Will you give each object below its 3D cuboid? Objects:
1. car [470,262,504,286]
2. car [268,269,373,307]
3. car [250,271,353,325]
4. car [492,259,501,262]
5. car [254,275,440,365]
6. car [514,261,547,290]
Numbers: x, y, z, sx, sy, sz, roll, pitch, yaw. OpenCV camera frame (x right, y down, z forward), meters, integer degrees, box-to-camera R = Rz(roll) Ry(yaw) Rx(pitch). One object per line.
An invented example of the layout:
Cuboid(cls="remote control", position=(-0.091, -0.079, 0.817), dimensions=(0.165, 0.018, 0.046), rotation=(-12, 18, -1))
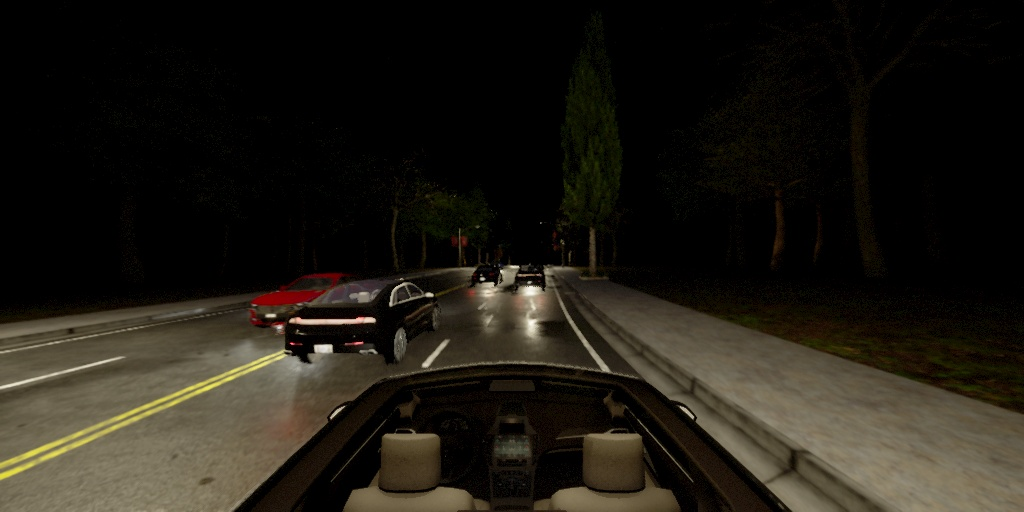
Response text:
Cuboid(cls="car", position=(-1.785, 1.380, 26.248), dimensions=(1.812, 1.442, 4.674), rotation=(-1, 0, 5))
Cuboid(cls="car", position=(-9.196, 1.465, 17.897), dimensions=(2.033, 1.411, 5.357), rotation=(-1, 0, 4))
Cuboid(cls="car", position=(-6.302, 1.331, 12.039), dimensions=(1.882, 1.535, 5.008), rotation=(-1, 0, 3))
Cuboid(cls="car", position=(-2.628, 1.425, 56.743), dimensions=(2.097, 1.767, 4.553), rotation=(-1, 0, 5))
Cuboid(cls="car", position=(-2.975, 1.290, 8.202), dimensions=(2.128, 1.511, 4.902), rotation=(-1, 0, 2))
Cuboid(cls="car", position=(1.176, 1.292, 22.619), dimensions=(2.128, 1.511, 4.902), rotation=(-1, 0, 5))
